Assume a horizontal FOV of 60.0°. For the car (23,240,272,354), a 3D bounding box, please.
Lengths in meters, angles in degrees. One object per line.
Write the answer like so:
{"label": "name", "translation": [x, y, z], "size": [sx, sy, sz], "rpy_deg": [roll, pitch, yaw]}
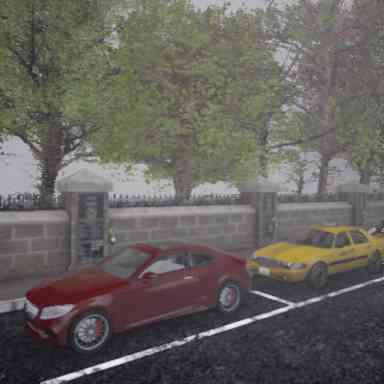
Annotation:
{"label": "car", "translation": [-0.714, 1.581, 6.047], "size": [4.206, 1.307, 1.802], "rpy_deg": [0, 0, -35]}

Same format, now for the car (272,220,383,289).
{"label": "car", "translation": [3.658, 1.523, 9.164], "size": [4.829, 1.417, 1.752], "rpy_deg": [0, 0, -35]}
